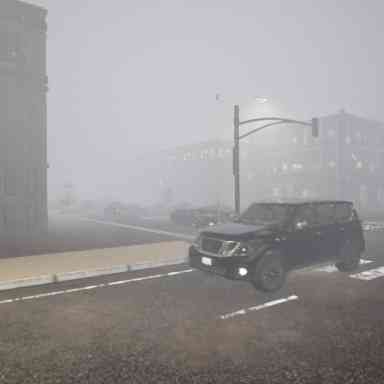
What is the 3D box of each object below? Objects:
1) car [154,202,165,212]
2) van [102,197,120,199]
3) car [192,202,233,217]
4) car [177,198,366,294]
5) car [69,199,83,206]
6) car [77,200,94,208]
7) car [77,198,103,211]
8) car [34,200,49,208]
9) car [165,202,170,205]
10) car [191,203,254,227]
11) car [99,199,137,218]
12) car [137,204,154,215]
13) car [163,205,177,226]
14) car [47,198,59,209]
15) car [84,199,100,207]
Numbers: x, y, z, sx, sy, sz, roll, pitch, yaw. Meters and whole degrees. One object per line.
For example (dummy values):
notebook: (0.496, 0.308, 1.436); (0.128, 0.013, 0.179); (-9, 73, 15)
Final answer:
car: (-4.276, 1.963, 44.833); (1.802, 1.307, 4.206); (-2, 0, -35)
van: (-13.892, 1.903, 58.374); (1.690, 1.788, 3.998); (-1, 0, -35)
car: (2.130, 1.806, 35.805); (2.008, 1.369, 4.403); (-2, 0, -35)
car: (2.579, 1.221, 9.178); (5.566, 2.045, 2.150); (0, 0, -36)
car: (-26.701, 2.361, 76.431); (1.947, 1.339, 4.313); (-1, 0, -35)
car: (-20.193, 2.192, 62.816); (1.812, 1.442, 4.674); (-1, 0, -35)
car: (-15.504, 2.089, 50.785); (1.812, 1.442, 4.674); (-1, 0, -35)
car: (-30.331, 2.374, 67.066); (2.008, 1.369, 4.403); (-1, 0, -35)
car: (-1.073, 1.900, 40.319); (1.802, 1.307, 4.206); (-2, 0, -35)
car: (2.229, 1.711, 25.674); (2.128, 1.511, 4.902); (-1, 0, -35)
car: (-7.909, 1.844, 35.467); (1.967, 1.590, 4.097); (-1, 0, -35)
car: (-6.656, 1.995, 38.205); (1.895, 1.301, 4.718); (-1, 0, -35)
car: (0.026, 1.812, 24.080); (1.947, 1.339, 4.313); (-2, 0, -35)
car: (-23.825, 2.230, 57.898); (1.752, 1.417, 4.829); (-1, 0, -35)
car: (-20.294, 2.224, 67.402); (1.887, 1.381, 4.507); (-1, 0, -35)
